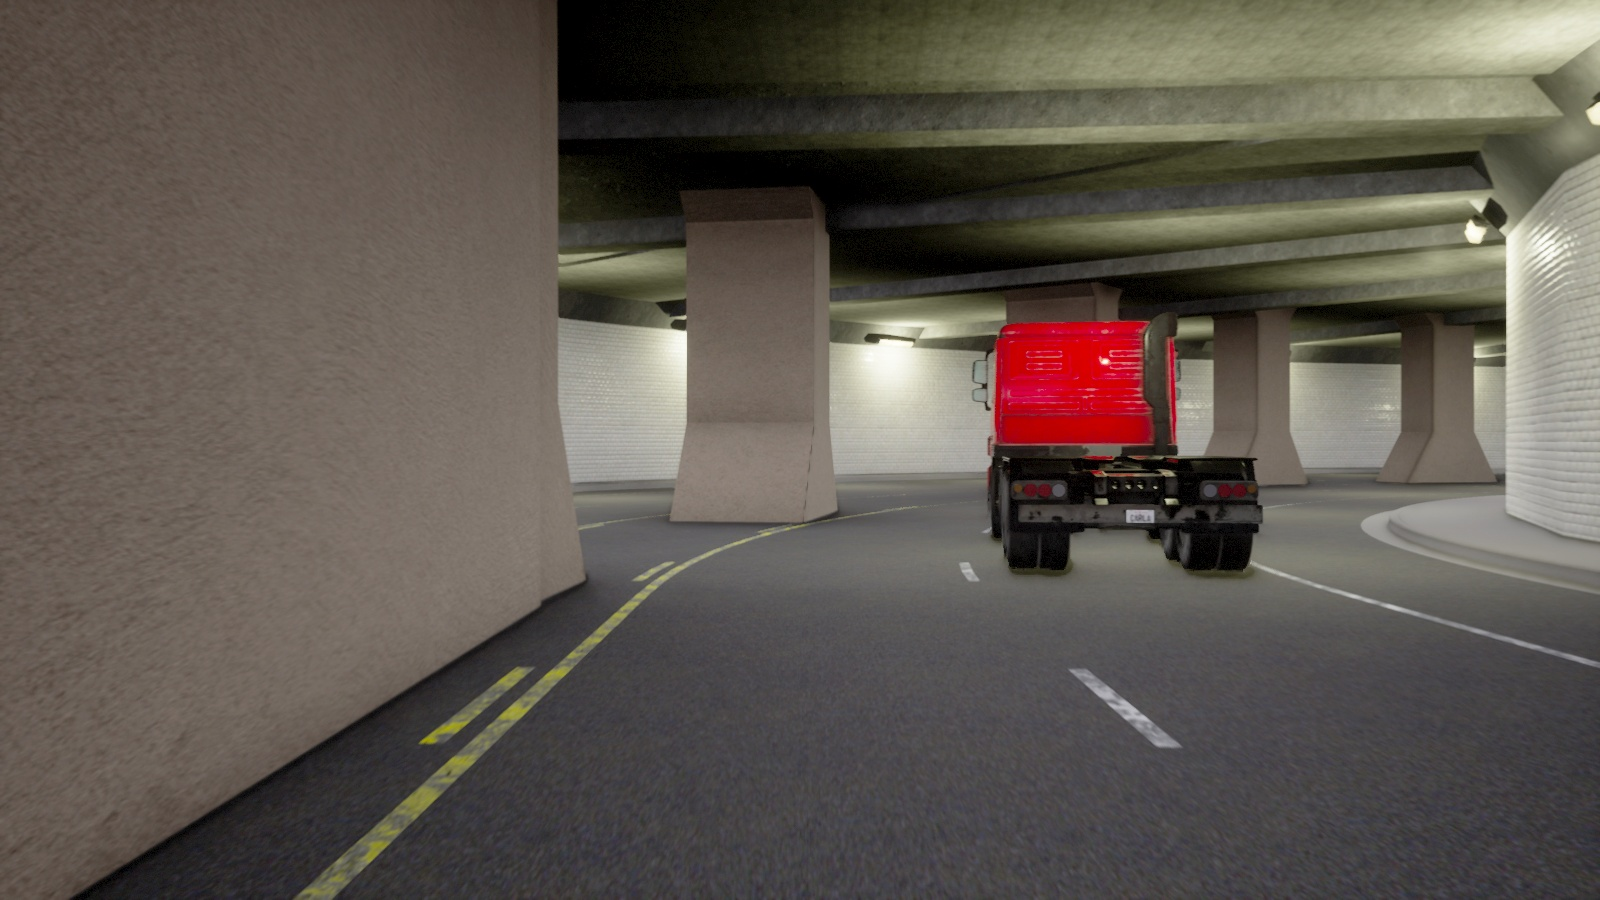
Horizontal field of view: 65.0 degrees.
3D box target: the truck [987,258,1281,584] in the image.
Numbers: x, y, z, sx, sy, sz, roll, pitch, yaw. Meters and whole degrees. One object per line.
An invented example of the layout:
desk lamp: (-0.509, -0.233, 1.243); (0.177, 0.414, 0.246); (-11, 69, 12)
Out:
truck: (4.157, -0.330, 17.437); (2.891, 3.462, 7.936); (0, 0, 7)
